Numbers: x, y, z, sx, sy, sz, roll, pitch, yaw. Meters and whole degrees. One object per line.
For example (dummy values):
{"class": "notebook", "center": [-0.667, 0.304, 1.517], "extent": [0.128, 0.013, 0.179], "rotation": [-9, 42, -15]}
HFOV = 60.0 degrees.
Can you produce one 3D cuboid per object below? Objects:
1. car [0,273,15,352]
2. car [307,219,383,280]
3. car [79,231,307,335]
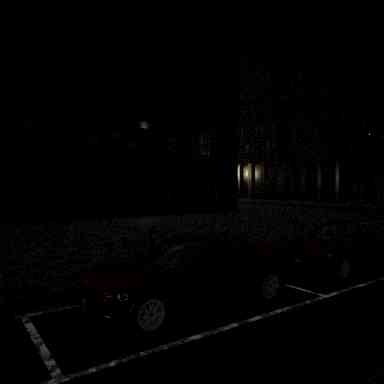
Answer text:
{"class": "car", "center": [-4.422, 1.544, 3.507], "extent": [4.507, 1.381, 1.887], "rotation": [0, 0, -36]}
{"class": "car", "center": [4.568, 1.546, 9.933], "extent": [4.507, 1.381, 1.887], "rotation": [0, 0, -36]}
{"class": "car", "center": [0.073, 1.545, 6.720], "extent": [4.507, 1.381, 1.887], "rotation": [0, 0, -36]}
